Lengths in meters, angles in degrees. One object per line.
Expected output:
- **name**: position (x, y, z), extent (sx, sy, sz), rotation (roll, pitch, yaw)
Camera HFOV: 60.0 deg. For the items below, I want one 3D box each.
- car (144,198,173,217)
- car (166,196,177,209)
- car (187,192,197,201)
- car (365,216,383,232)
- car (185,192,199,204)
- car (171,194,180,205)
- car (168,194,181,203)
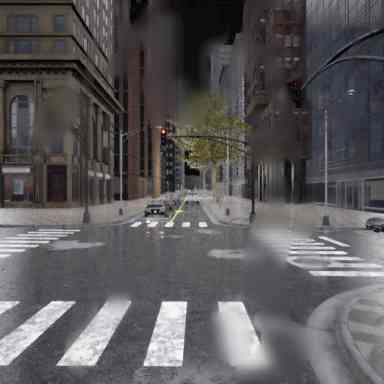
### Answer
- **car**: position (-3.120, 1.488, 30.260), extent (1.994, 1.385, 4.181), rotation (0, 0, 0)
- **car**: position (-3.126, 1.468, 39.053), extent (1.895, 1.301, 4.718), rotation (0, 0, 0)
- **car**: position (-0.024, 0.935, 70.824), extent (2.097, 1.767, 4.553), rotation (0, 1, 0)
- **car**: position (11.915, 1.631, 18.310), extent (4.403, 1.369, 2.008), rotation (0, 0, 0)
- **car**: position (0.059, 0.942, 57.252), extent (2.150, 2.045, 5.566), rotation (0, 0, 0)
- **car**: position (-3.130, 1.391, 49.389), extent (1.895, 1.301, 4.718), rotation (0, 0, 0)
- **car**: position (-3.092, 1.190, 59.785), extent (2.128, 1.511, 4.902), rotation (0, 1, 1)
